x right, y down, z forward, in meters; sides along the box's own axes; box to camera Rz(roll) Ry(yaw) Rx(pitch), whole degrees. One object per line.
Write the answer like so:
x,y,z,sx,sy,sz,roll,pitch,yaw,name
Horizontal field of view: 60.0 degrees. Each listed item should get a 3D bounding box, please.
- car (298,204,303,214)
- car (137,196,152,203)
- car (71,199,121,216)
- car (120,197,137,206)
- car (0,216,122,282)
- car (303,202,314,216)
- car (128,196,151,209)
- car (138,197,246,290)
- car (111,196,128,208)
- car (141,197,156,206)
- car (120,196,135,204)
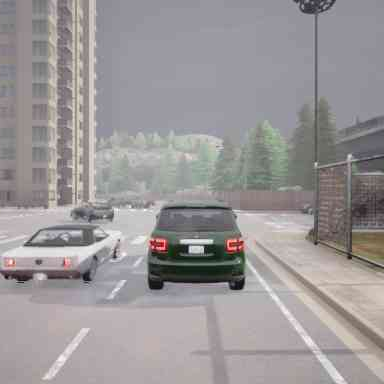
13.020,1.407,33.236,4.553,1.767,2.097,0,0,0,car
-9.774,1.601,68.852,1.895,1.301,4.718,0,0,-23,car
-7.647,1.501,25.268,2.128,1.511,4.902,0,0,-39,car
-10.624,1.547,55.927,2.033,1.411,5.357,0,0,-3,car
-3.379,1.601,9.659,1.895,1.301,4.718,0,0,0,car
12.973,1.547,29.738,4.902,1.511,2.128,0,0,0,car
-7.009,1.352,45.805,2.097,1.767,4.553,0,0,0,car
0.122,1.221,9.214,2.150,2.045,5.566,0,0,1,car
-10.505,1.505,46.189,1.837,1.490,4.892,0,0,0,car
-7.137,1.547,55.279,2.033,1.411,5.357,0,0,-2,car
-13.241,1.548,67.968,2.033,1.411,5.357,0,0,-23,car
